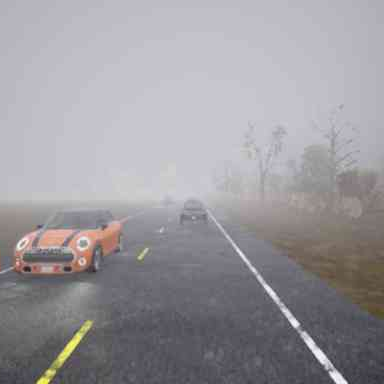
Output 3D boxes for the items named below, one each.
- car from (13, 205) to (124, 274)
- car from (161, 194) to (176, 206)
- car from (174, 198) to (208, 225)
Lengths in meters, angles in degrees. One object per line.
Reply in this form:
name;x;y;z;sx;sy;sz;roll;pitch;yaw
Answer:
car;-3.596;1.322;10.496;2.097;1.767;4.553;0;0;0
car;-3.547;1.170;51.188;2.097;1.767;4.553;0;0;0
car;0.107;1.421;23.591;2.128;1.511;4.902;0;0;0
